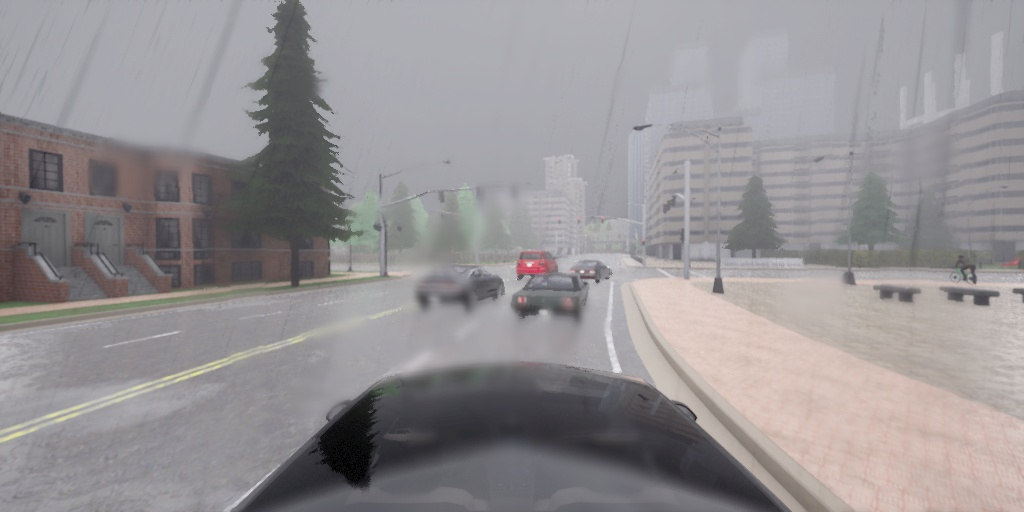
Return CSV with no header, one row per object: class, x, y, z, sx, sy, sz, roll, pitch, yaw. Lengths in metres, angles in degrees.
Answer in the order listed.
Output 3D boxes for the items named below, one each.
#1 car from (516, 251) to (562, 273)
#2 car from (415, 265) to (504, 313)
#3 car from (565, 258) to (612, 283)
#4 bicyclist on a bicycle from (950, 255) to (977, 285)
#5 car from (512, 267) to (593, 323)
car,1.925,0.637,26.153,2.150,2.045,5.566,0,1,17
car,-1.710,1.085,13.221,2.128,1.511,4.902,0,1,15
car,5.383,0.986,24.211,2.033,1.411,5.357,0,1,26
bicyclist on a bicycle,25.481,0.782,20.242,0.582,1.620,1.656,0,1,16
car,1.481,1.213,11.687,1.895,1.301,4.718,0,1,15
